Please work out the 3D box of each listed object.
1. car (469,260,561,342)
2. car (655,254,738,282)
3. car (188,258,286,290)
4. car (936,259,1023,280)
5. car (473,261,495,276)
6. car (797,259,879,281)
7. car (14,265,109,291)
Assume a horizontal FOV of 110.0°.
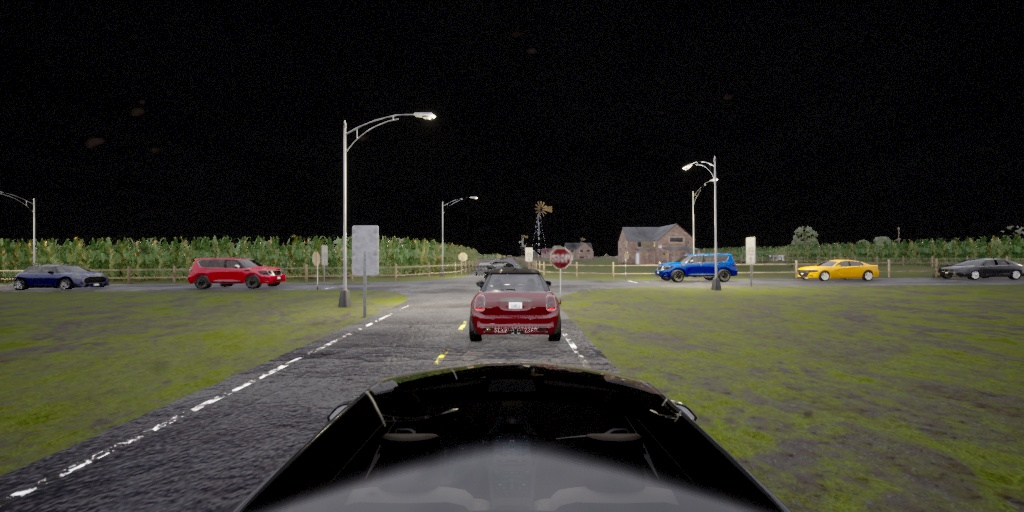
[{"bbox_3d":[0.058,1.103,9.982,2.097,1.767,4.553,0,0,-1],"label":"car"},{"bbox_3d":[13.564,0.851,26.519,5.566,2.045,2.150,-1,0,0],"label":"car"},{"bbox_3d":[-18.350,1.126,24.010,5.566,2.045,2.150,0,0,1],"label":"car"},{"bbox_3d":[34.233,0.949,26.230,4.892,1.490,1.837,-1,0,0],"label":"car"},{"bbox_3d":[-2.970,1.318,39.595,2.033,1.411,5.357,0,0,0],"label":"car"},{"bbox_3d":[23.871,1.014,26.377,5.008,1.535,1.882,-1,0,1],"label":"car"},{"bbox_3d":[-30.218,1.367,24.174,4.553,1.767,2.097,-1,0,1],"label":"car"}]
